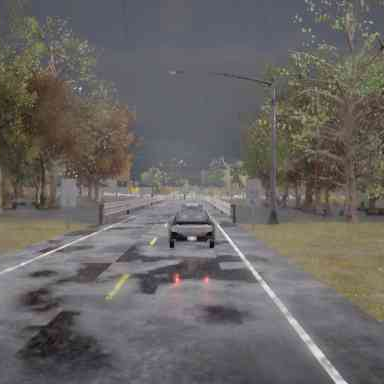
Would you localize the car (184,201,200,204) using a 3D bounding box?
[{"bbox_3d":[0.000,1.528,29.651,1.812,1.442,4.674,0,0,0],"label":"car"}]

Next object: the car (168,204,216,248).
[{"bbox_3d":[0.000,1.492,14.650,2.128,1.511,4.902,0,0,0],"label":"car"}]
